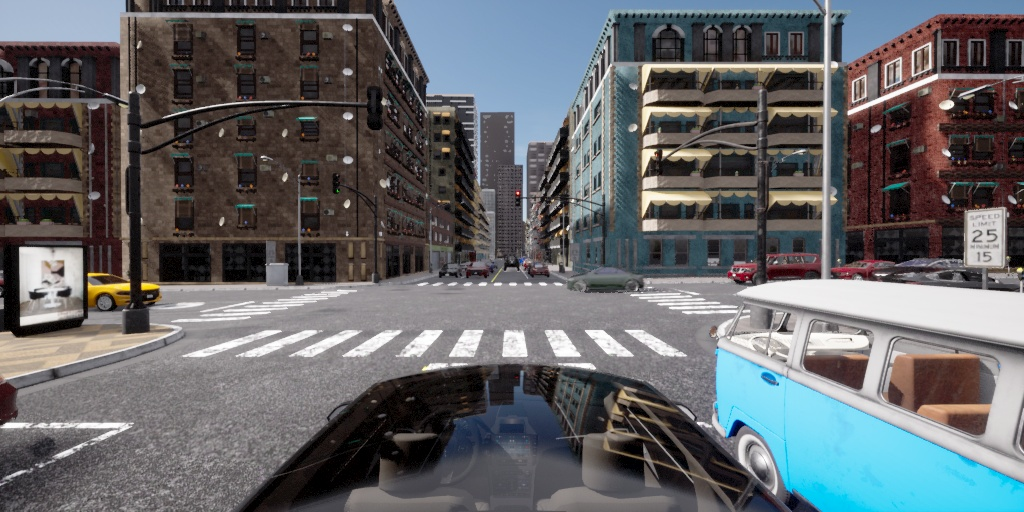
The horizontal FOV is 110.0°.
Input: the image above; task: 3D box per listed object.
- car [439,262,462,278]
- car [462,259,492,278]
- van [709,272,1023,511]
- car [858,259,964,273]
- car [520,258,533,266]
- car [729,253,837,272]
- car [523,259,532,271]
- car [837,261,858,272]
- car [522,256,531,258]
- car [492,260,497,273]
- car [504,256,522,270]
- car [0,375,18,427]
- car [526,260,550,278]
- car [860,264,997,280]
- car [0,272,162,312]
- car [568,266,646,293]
[{"bbox_3d":[-5.770,1.319,34.150,1.948,1.339,4.313,0,0,0],"label":"car"},{"bbox_3d":[-3.177,1.230,33.857,1.882,1.535,5.008,0,0,0],"label":"car"},{"bbox_3d":[2.689,1.091,1.764,1.690,1.789,3.998,0,0,0],"label":"van"},{"bbox_3d":[21.766,0.890,18.812,4.902,1.511,2.128,-1,0,-1],"label":"car"},{"bbox_3d":[2.571,1.305,50.728,1.888,1.381,4.507,0,0,0],"label":"car"},{"bbox_3d":[15.725,0.781,21.349,5.009,1.841,2.192,0,0,-1],"label":"car"},{"bbox_3d":[2.598,1.320,39.681,1.948,1.339,4.313,0,0,0],"label":"car"},{"bbox_3d":[21.295,0.930,21.403,4.507,1.381,1.888,0,0,-1],"label":"car"},{"bbox_3d":[2.998,1.226,64.917,1.801,1.575,5.366,0,0,0],"label":"car"},{"bbox_3d":[-3.196,1.108,43.037,2.097,1.767,4.553,0,0,0],"label":"car"},{"bbox_3d":[-0.022,0.983,52.511,2.150,2.045,5.566,0,0,0],"label":"car"},{"bbox_3d":[-5.692,1.332,1.745,1.802,1.307,4.207,0,0,0],"label":"car"},{"bbox_3d":[2.611,1.335,34.158,1.802,1.307,4.207,0,0,0],"label":"car"},{"bbox_3d":[15.766,1.097,12.969,4.313,1.339,1.948,0,0,-1],"label":"car"},{"bbox_3d":[-17.910,1.478,15.230,5.008,1.535,1.882,-1,0,-1],"label":"car"},{"bbox_3d":[5.204,1.269,19.938,4.181,1.385,1.994,-2,0,18],"label":"car"}]
